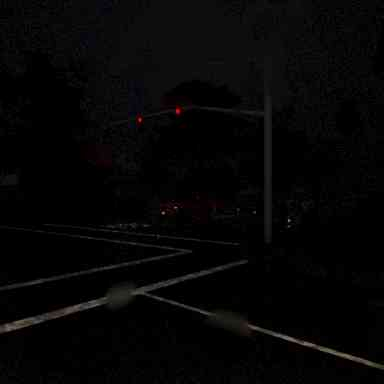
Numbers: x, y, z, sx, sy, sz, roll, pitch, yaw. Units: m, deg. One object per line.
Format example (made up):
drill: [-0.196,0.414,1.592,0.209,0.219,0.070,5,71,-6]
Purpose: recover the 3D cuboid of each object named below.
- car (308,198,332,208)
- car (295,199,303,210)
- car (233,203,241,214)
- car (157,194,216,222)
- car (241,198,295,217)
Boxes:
car: [18.891,1.601,49.123,1.895,1.301,4.718,0,0,41]
car: [12.262,1.526,41.513,1.812,1.442,4.674,0,0,41]
car: [6.165,1.491,34.491,2.128,1.511,4.902,0,0,41]
car: [-0.342,1.221,27.004,2.150,2.045,5.566,0,0,41]
car: [6.854,1.491,29.656,2.128,1.511,4.902,0,0,41]
